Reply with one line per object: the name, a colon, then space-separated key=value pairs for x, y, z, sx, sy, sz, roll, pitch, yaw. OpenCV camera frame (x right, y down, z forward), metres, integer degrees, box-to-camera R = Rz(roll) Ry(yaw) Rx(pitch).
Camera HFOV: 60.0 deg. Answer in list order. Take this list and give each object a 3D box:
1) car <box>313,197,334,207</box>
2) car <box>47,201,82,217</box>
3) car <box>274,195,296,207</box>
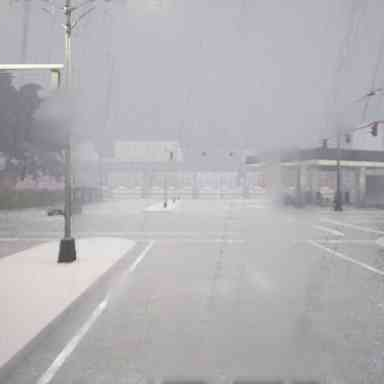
car: x=18.957 y=1.441 z=48.152 sx=1.970 sy=1.475 sz=3.806 roll=0 pitch=0 yaw=0
car: x=-11.499 y=1.526 z=30.269 sx=1.994 sy=1.385 sz=4.181 roll=0 pitch=0 yaw=0
car: x=13.213 y=1.272 z=47.389 sx=2.242 sy=1.667 sz=4.611 roll=0 pitch=0 yaw=0
